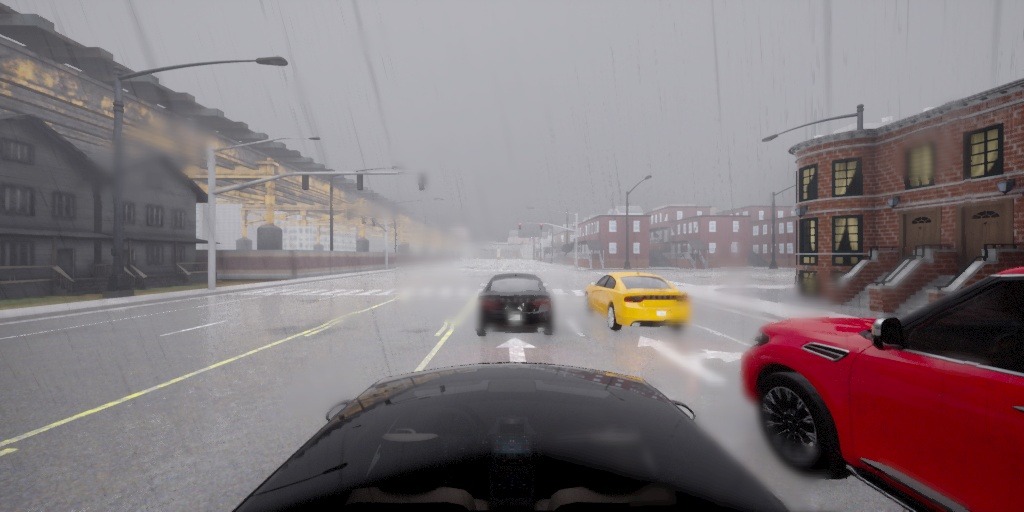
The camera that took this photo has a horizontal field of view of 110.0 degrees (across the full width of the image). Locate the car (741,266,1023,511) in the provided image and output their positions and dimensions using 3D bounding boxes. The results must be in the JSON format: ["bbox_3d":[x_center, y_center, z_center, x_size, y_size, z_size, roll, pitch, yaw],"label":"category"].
[{"bbox_3d":[3.598,0.971,1.572,2.150,2.045,5.566,0,0,0],"label":"car"}]

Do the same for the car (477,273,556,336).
[{"bbox_3d":[0.102,1.228,10.392,1.882,1.535,5.008,0,0,0],"label":"car"}]

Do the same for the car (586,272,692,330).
[{"bbox_3d":[3.604,1.228,11.097,1.882,1.535,5.008,0,0,0],"label":"car"}]
